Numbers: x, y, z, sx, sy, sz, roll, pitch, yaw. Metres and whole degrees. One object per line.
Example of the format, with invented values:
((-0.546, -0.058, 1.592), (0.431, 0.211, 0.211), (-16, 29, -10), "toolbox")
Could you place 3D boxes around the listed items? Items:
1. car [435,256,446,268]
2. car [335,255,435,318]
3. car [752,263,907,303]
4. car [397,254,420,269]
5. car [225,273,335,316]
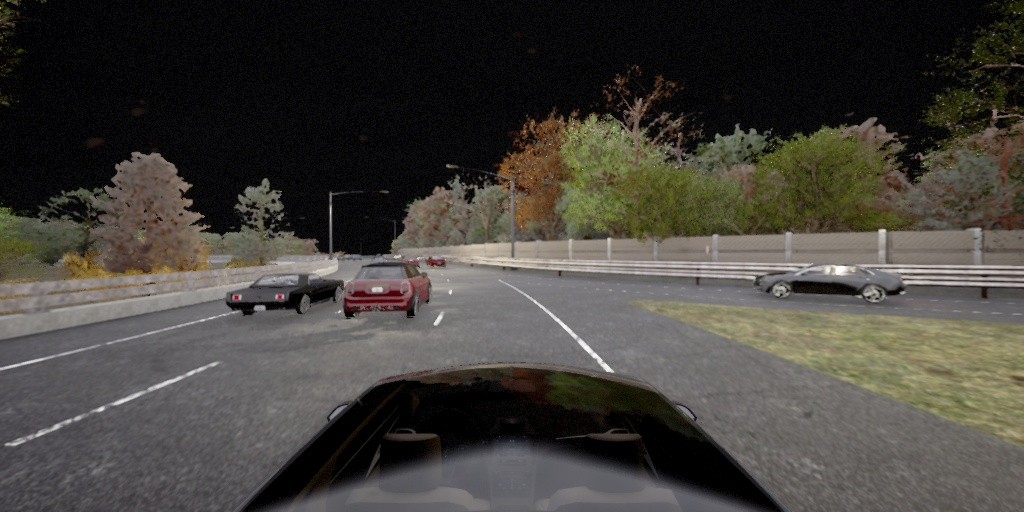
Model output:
((-10.229, 0.732, 47.631), (1.882, 1.535, 5.008), (0, 1, -25), "car")
((-4.143, 0.987, 12.612), (2.097, 1.767, 4.553), (0, 1, -5), "car")
((13.228, 1.062, 15.309), (4.902, 1.511, 2.128), (0, 1, 31), "car")
((-13.318, 0.631, 45.950), (2.097, 1.767, 4.553), (0, 1, -24), "car")
((-7.755, 1.240, 12.918), (1.895, 1.301, 4.718), (0, 1, -6), "car")
